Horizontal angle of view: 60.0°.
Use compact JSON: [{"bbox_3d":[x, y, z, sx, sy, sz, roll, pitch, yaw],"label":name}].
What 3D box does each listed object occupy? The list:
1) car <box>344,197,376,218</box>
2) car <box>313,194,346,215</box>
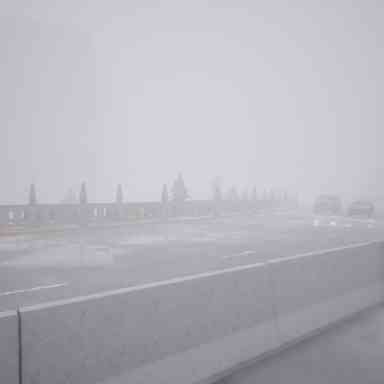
[{"bbox_3d":[15.678,1.477,30.669,1.882,1.535,5.008,0,0,34],"label":"car"},{"bbox_3d":[14.401,1.221,34.988,2.150,2.045,5.566,0,0,32],"label":"car"}]
